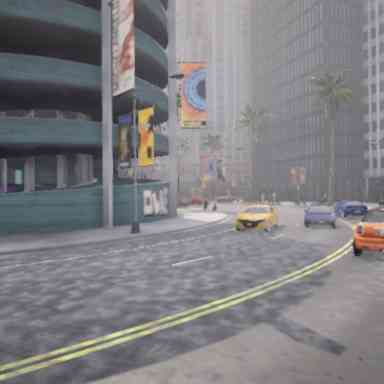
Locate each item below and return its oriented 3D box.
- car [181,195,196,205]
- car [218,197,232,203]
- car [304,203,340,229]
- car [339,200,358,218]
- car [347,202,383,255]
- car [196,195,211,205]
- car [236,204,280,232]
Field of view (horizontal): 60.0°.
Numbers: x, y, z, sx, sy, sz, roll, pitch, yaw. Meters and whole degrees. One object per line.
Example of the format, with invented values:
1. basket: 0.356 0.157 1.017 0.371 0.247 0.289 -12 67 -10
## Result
1. car: -1.563 1.745 64.414 2.097 1.767 4.553 0 0 -23
2. car: 7.648 1.816 77.382 2.231 1.521 4.892 0 0 -23
3. car: 8.599 1.567 22.365 1.812 1.442 4.674 0 0 20
4. car: 14.337 1.508 30.475 1.882 1.535 5.008 0 0 8
5. car: 7.616 1.352 12.668 2.097 1.767 4.553 -1 0 36
6. car: 1.675 1.647 65.743 2.150 2.045 5.566 0 0 -23
7. car: 4.247 1.551 20.937 1.882 1.535 5.008 0 0 24
